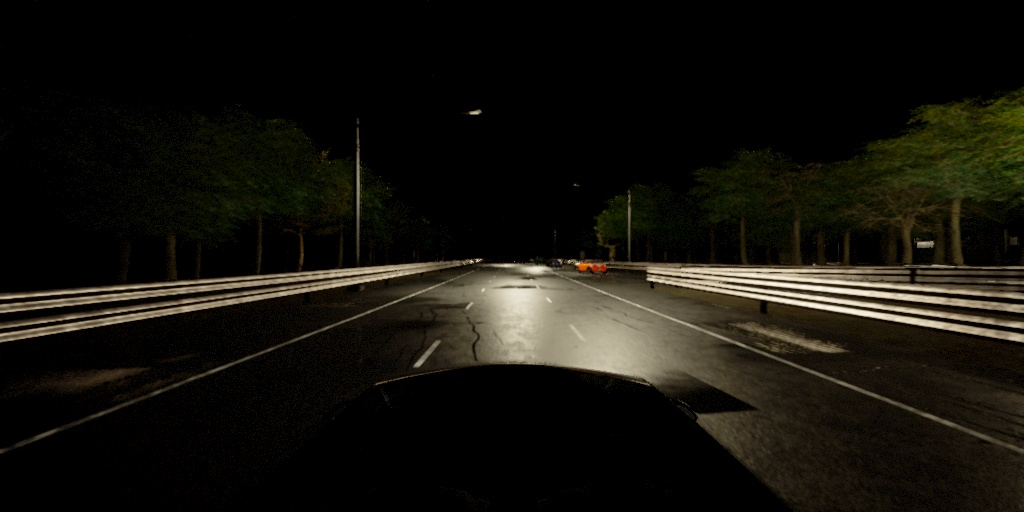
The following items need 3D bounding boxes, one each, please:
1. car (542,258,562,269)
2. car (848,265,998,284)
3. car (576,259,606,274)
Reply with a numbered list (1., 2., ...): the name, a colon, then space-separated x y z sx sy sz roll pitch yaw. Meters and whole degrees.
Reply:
1. car: 6.992 1.338 59.895 2.033 1.411 5.357 0 0 -6
2. car: 18.942 1.137 16.886 1.812 1.442 4.674 0 -2 -31
3. car: 9.363 1.156 42.877 2.097 1.767 4.553 0 0 -15
